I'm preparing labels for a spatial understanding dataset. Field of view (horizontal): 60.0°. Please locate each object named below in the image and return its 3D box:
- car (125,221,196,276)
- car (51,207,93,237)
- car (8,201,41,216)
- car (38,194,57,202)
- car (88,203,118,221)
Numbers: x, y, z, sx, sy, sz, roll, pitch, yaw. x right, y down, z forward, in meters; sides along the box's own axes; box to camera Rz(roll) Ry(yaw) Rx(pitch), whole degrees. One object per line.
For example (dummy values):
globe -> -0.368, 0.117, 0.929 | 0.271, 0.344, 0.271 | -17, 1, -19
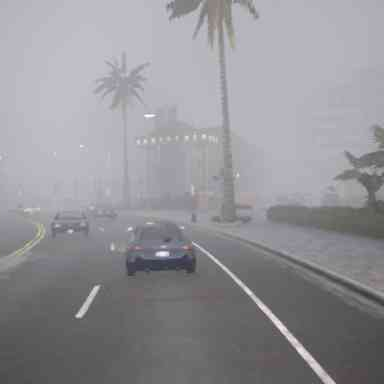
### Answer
car -> -1.133, 1.618, 10.751 | 1.994, 1.385, 4.181 | 0, 0, -10
car -> -6.922, 1.726, 19.023 | 1.895, 1.301, 4.718 | 0, 0, -19
car -> -17.988, 1.864, 35.513 | 4.718, 1.301, 1.895 | -1, 0, 44
car -> -30.669, 1.735, 68.074 | 4.553, 1.767, 2.185 | 0, 0, 24
car -> -8.340, 1.727, 29.659 | 2.033, 1.411, 5.357 | 0, 0, -34
